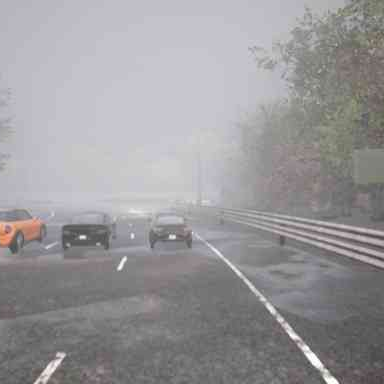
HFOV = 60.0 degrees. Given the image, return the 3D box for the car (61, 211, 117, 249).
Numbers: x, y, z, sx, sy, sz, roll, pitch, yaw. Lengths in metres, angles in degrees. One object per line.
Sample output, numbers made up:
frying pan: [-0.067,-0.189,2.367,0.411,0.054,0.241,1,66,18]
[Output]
car: [-4.592,1.624,15.381,1.882,1.535,5.008,0,0,-8]

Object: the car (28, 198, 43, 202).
car: [-39.103,2.217,81.136,5.008,1.535,1.882,0,-1,40]

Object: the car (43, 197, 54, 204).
car: [-36.714,2.113,83.698,4.553,1.767,2.097,0,-1,40]

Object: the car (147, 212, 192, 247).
car: [-1.109,1.674,15.744,1.812,1.442,4.674,0,0,-8]

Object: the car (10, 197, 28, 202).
car: [-41.445,2.075,78.538,4.553,1.767,2.097,0,-1,40]

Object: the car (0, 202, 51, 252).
car: [-8.002,1.490,14.510,2.097,1.767,4.553,0,-1,-8]
